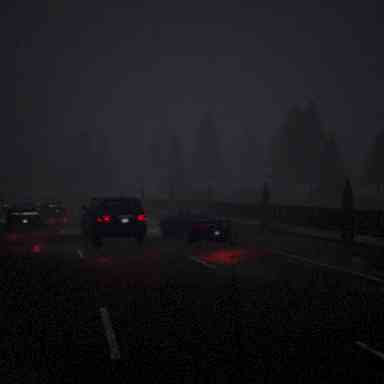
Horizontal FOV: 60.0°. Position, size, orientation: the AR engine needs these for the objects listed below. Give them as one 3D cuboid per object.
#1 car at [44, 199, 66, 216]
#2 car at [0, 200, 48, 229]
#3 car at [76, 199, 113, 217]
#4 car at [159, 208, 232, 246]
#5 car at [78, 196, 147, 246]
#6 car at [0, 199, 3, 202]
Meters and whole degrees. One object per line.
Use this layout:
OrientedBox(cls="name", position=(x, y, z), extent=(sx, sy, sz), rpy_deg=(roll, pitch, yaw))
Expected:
OrientedBox(cls="car", position=(-13.404, 1.441, 31.627), extent=(2.128, 1.511, 4.902), rpy_deg=(1, 0, -36))
OrientedBox(cls="car", position=(-10.775, 1.446, 21.147), extent=(2.128, 1.511, 4.902), rpy_deg=(0, 0, -30))
OrientedBox(cls="car", position=(-9.527, 1.456, 32.214), extent=(1.882, 1.535, 5.008), rpy_deg=(1, 0, -35))
OrientedBox(cls="car", position=(-0.020, 1.503, 15.694), extent=(1.882, 1.535, 5.008), rpy_deg=(1, 0, -24))
OrientedBox(cls="car", position=(-3.814, 1.219, 15.628), extent=(2.150, 2.045, 5.566), rpy_deg=(1, 0, -25))
OrientedBox(cls="car", position=(-21.498, 1.443, 36.310), extent=(2.033, 1.411, 5.357), rpy_deg=(1, 0, -40))
